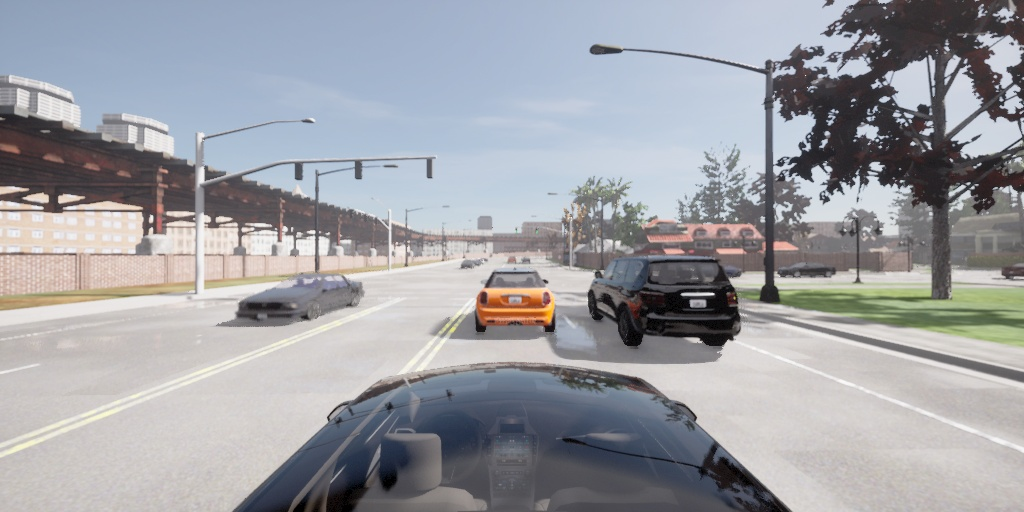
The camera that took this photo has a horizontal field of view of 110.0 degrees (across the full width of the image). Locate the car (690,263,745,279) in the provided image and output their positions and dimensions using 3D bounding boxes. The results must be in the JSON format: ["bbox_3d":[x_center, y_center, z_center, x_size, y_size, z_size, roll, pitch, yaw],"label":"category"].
[{"bbox_3d":[19.902,1.431,34.813,4.181,1.385,1.994,0,0,-1],"label":"car"}]

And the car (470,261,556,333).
[{"bbox_3d":[0.087,1.134,11.062,2.097,1.767,4.553,0,0,0],"label":"car"}]

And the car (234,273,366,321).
[{"bbox_3d":[-7.096,1.337,12.854,2.033,1.411,5.357,0,0,0],"label":"car"}]

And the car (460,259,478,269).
[{"bbox_3d":[-7.075,1.316,57.514,1.837,1.490,4.892,0,1,0],"label":"car"}]

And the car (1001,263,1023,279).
[{"bbox_3d":[46.739,1.334,31.830,5.008,1.535,1.882,1,0,-1],"label":"car"}]

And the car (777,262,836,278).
[{"bbox_3d":[28.718,1.345,35.037,5.008,1.535,1.882,0,0,-2],"label":"car"}]

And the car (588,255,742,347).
[{"bbox_3d":[3.584,1.001,9.569,2.150,2.045,5.566,0,0,0],"label":"car"}]
